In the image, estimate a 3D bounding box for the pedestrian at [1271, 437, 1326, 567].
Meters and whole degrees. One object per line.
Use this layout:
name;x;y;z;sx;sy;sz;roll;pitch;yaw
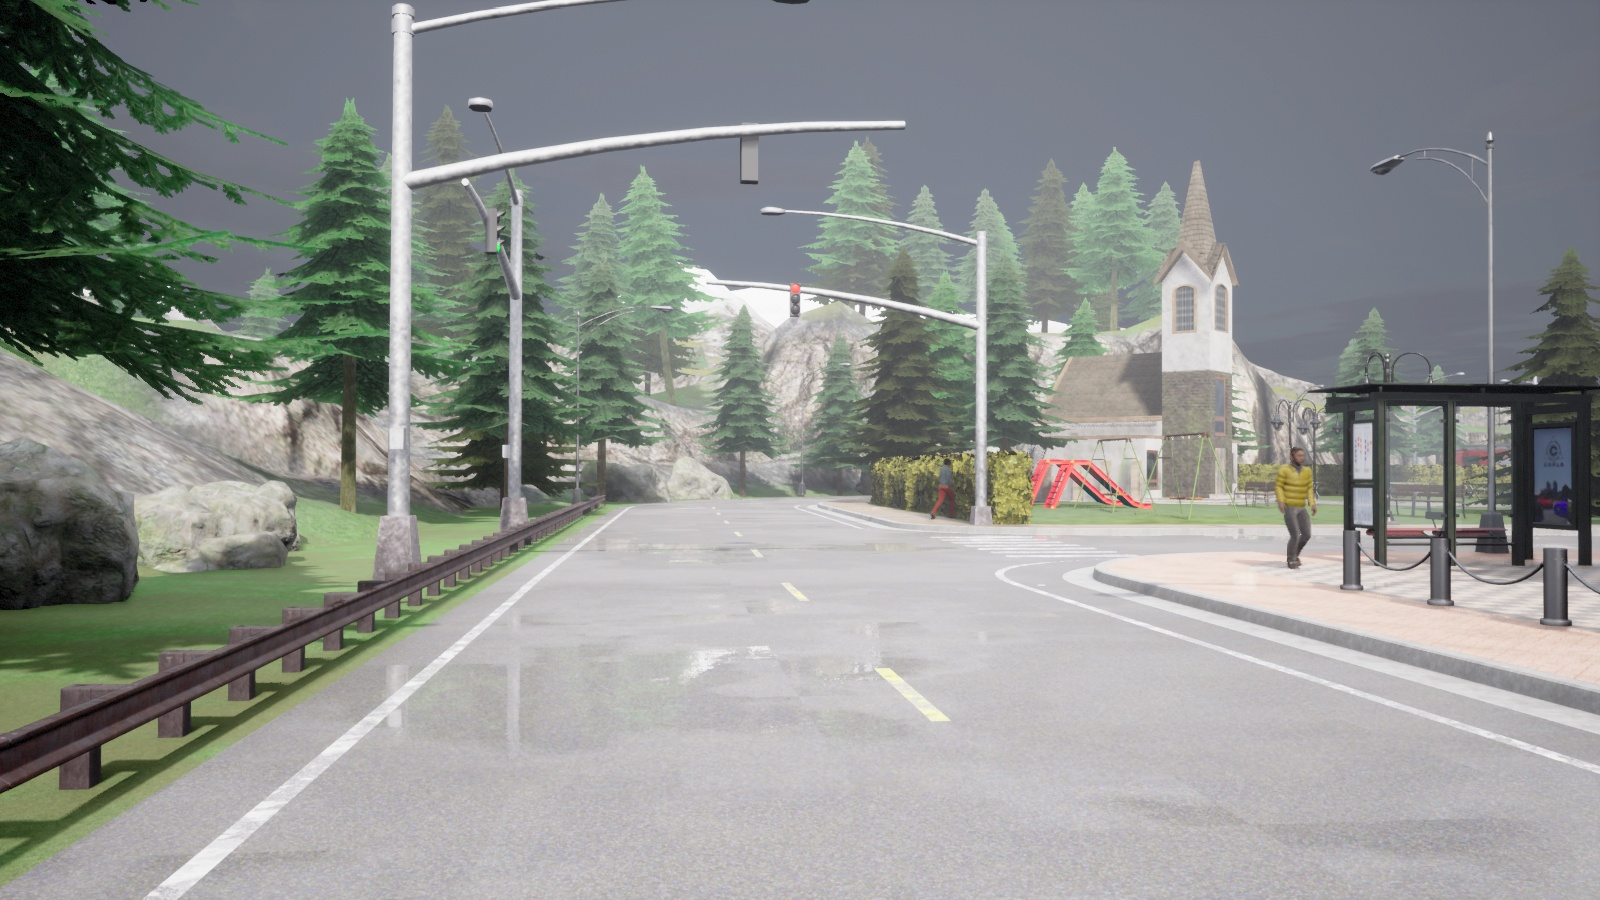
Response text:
pedestrian;7.231;0.741;18.235;0.431;1.840;0.709;0;-1;-8

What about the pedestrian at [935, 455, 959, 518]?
pedestrian;4.305;1.060;36.760;0.614;1.847;0.353;0;-1;-34
